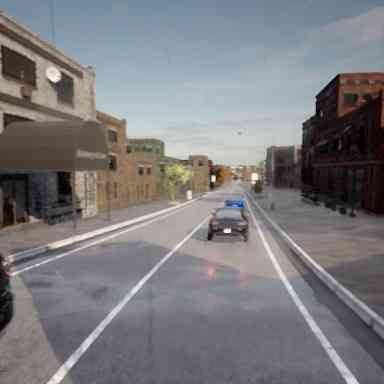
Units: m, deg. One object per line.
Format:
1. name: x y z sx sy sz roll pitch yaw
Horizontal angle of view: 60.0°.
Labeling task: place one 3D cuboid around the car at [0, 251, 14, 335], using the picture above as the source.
1. car: -3.420 1.187 1.971 2.150 2.045 5.566 0 0 2

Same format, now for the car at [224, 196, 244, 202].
1. car: 4.336 1.107 34.181 1.882 1.535 5.008 1 1 8

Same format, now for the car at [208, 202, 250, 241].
1. car: 1.806 1.432 16.176 1.812 1.442 4.674 1 1 8
